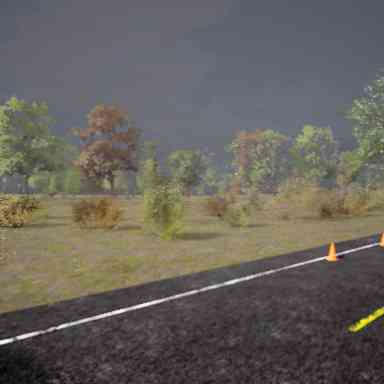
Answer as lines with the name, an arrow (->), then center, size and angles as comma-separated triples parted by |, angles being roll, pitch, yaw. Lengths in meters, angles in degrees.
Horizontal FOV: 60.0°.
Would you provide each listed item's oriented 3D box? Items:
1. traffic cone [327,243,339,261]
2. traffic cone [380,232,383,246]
traffic cone -> 5.008, 2.110, 11.849 | 0.340, 0.580, 0.340 | 0, -1, -41
traffic cone -> 8.757, 2.128, 15.159 | 0.340, 0.580, 0.340 | 0, -1, -41
